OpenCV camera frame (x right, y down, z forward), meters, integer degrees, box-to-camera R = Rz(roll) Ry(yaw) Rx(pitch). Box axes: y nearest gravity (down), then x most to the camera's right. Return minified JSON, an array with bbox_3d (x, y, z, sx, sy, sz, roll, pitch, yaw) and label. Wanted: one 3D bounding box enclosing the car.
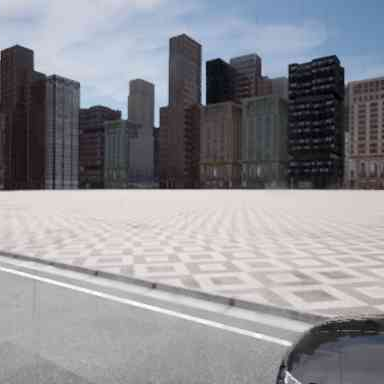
[{"bbox_3d":[2.943,1.496,1.875,4.902,1.511,2.128,0,0,34],"label":"car"}]
